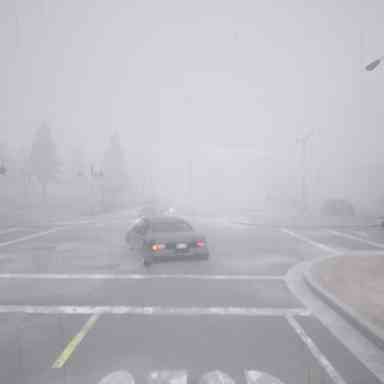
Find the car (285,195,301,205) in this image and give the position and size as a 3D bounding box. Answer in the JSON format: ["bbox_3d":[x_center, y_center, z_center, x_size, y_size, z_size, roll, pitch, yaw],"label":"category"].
[{"bbox_3d":[17.329,1.391,58.027,2.152,1.636,5.027,0,0,0],"label":"car"}]

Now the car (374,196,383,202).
[{"bbox_3d":[29.100,1.373,50.239,1.845,1.501,3.633,0,0,0],"label":"car"}]

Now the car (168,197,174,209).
[{"bbox_3d":[-3.600,1.519,40.197,1.882,1.535,5.008,0,0,0],"label":"car"}]

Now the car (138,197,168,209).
[{"bbox_3d":[-3.601,1.383,30.172,2.097,1.767,4.553,0,0,0],"label":"car"}]

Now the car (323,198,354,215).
[{"bbox_3d":[13.950,1.407,31.972,1.845,1.501,3.633,0,0,0],"label":"car"}]

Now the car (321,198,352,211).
[{"bbox_3d":[17.002,1.426,39.363,1.970,1.475,3.806,0,0,0],"label":"car"}]

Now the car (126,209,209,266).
[{"bbox_3d":[-1.079,1.545,11.594,2.033,1.411,5.357,0,0,-18],"label":"car"}]

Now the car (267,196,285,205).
[{"bbox_3d":[14.192,1.400,58.005,2.007,1.523,4.514,0,0,0],"label":"car"}]

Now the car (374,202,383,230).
[{"bbox_3d":[12.665,1.496,18.204,4.902,1.511,2.128,0,0,1],"label":"car"}]
